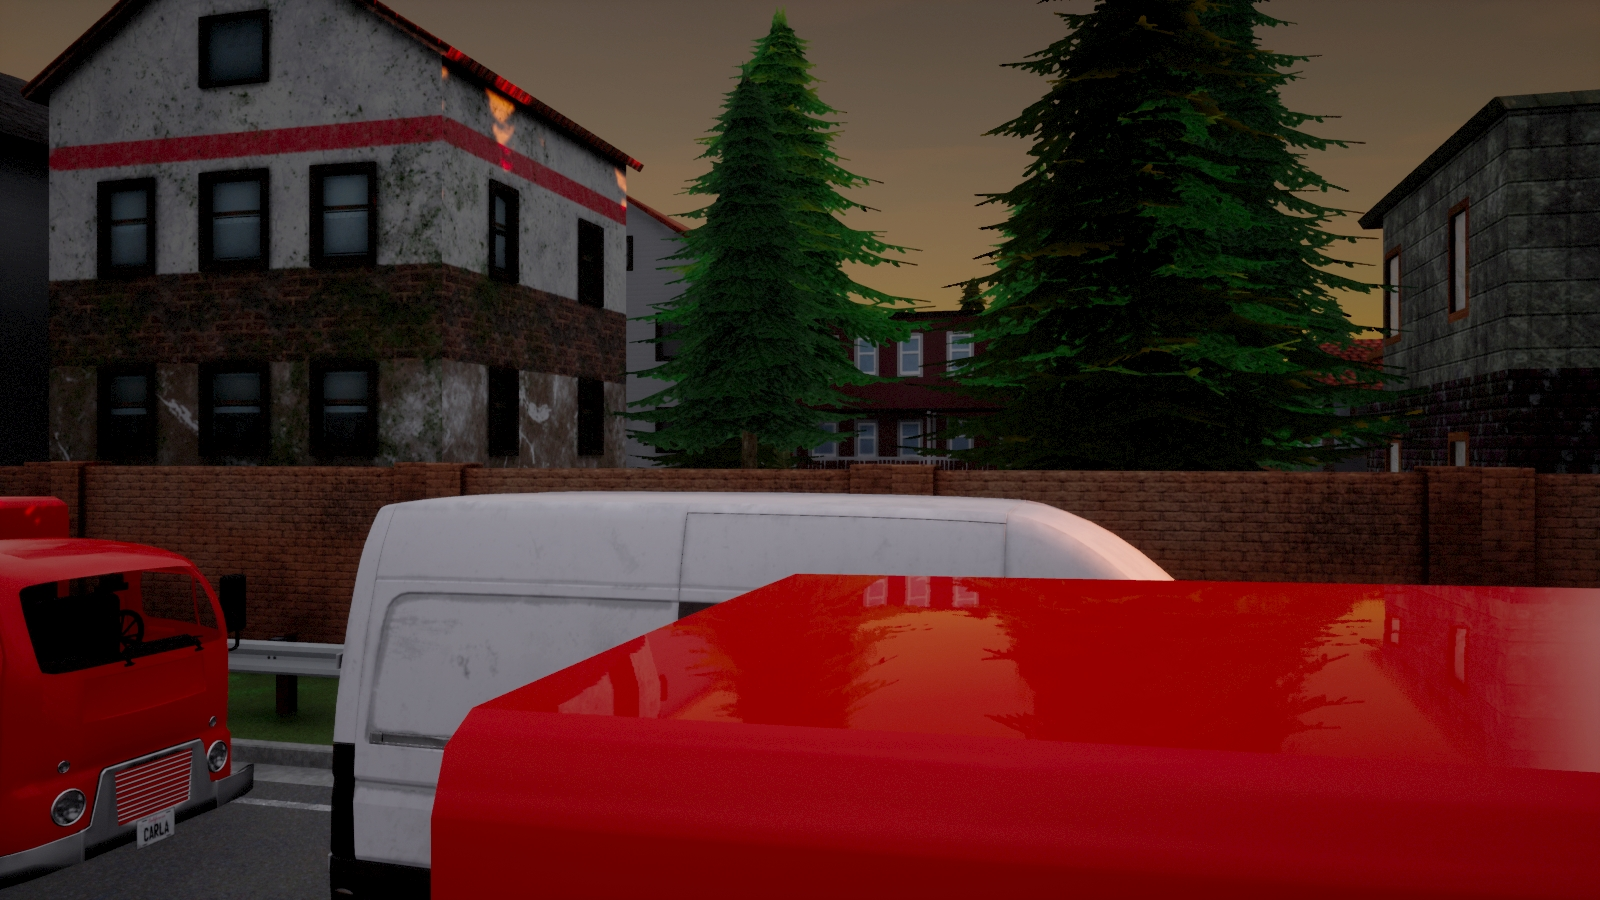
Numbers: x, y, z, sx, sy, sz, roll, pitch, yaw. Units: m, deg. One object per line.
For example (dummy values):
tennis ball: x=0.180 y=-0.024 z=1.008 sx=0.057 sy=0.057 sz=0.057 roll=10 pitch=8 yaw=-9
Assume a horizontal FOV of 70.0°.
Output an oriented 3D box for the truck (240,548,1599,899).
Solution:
truck: x=2.192 y=1.568 z=1.959 sx=5.204 sy=2.467 sz=2.627 roll=0 pitch=0 yaw=15

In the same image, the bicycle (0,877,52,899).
bicycle: x=-3.101 y=2.056 z=3.494 sx=1.643 sy=1.496 sz=0.373 roll=0 pitch=0 yaw=16

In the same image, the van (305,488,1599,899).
van: x=0.608 y=1.535 z=6.000 sx=5.915 sy=2.561 sz=1.988 roll=0 pitch=0 yaw=15

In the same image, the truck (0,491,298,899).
truck: x=-6.587 y=1.568 z=7.895 sx=5.204 sy=2.467 sz=2.627 roll=0 pitch=0 yaw=15
